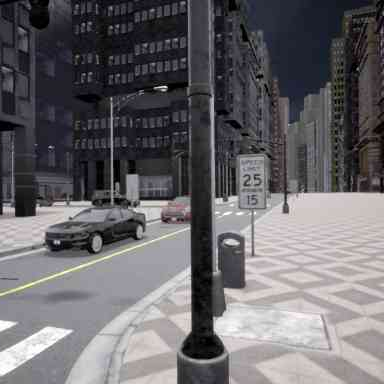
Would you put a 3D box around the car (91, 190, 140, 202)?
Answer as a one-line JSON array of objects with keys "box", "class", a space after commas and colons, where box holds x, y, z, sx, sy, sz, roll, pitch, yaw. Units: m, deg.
[{"box": [-8.496, 0.807, 36.937, 5.566, 2.045, 2.150, -1, 0, 21], "class": "car"}]

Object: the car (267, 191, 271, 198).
[{"box": [14.783, 0.461, 66.771, 1.837, 1.490, 4.892, -1, 1, 19], "class": "car"}]

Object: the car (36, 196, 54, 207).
[{"box": [-19.196, 1.195, 40.603, 4.892, 1.490, 1.837, 0, 0, 19], "class": "car"}]

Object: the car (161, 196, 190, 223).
[{"box": [-0.420, 1.045, 22.389, 2.097, 1.767, 4.553, -1, 1, 18], "class": "car"}]

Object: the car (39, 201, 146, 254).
[{"box": [-3.594, 1.329, 13.196, 1.882, 1.535, 5.008, -1, 1, 19], "class": "car"}]
